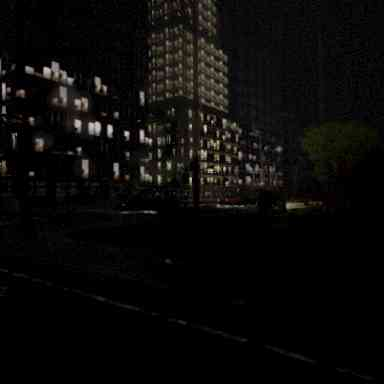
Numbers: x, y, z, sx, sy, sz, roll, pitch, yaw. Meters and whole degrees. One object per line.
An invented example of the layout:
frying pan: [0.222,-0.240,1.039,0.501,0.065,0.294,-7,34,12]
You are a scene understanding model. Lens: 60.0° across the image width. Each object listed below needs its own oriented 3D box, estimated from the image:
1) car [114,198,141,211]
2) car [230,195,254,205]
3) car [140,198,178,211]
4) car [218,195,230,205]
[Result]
car: [-7.082,1.418,39.969,1.882,1.535,5.008,-1,0,37]
car: [8.914,1.435,55.621,2.128,1.511,4.902,-1,-1,37]
car: [-3.597,1.478,39.188,1.994,1.385,4.181,-1,0,37]
car: [6.327,1.316,57.592,2.097,1.767,4.553,-1,0,37]
